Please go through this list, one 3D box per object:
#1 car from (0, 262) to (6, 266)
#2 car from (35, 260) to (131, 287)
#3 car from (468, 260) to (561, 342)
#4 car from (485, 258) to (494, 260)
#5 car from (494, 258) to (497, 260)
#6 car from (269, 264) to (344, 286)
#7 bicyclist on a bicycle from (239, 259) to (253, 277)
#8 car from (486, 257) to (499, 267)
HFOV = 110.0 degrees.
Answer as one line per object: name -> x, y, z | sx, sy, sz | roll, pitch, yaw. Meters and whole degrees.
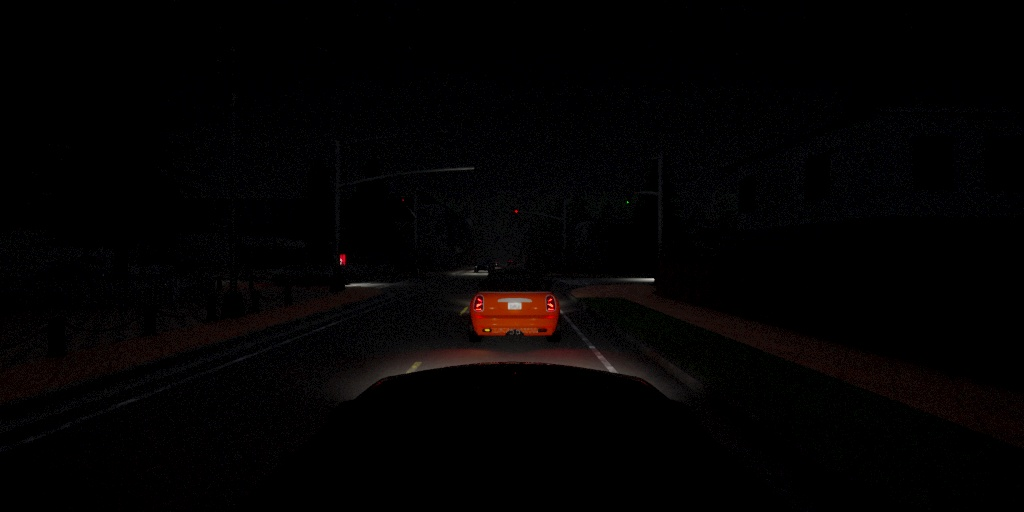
car -> -42.426, 1.328, 27.416 | 4.181, 1.385, 1.994 | 0, 0, -2
car -> -28.666, 1.242, 24.135 | 5.008, 1.535, 1.882 | 0, 0, -1
car -> 0.072, 1.102, 9.904 | 2.097, 1.767, 4.553 | 0, 0, 0
car -> -3.595, 1.226, 44.746 | 1.882, 1.535, 5.008 | 0, 0, 0
car -> -3.588, 1.240, 54.422 | 2.128, 1.511, 4.902 | 0, 0, 0
car -> -14.035, 1.290, 24.576 | 4.674, 1.442, 1.812 | 0, 0, -2
bicyclist on a bicycle -> -23.556, 1.065, 31.764 | 0.582, 1.620, 1.656 | 0, 0, -2
car -> -3.550, 1.099, 65.005 | 2.097, 1.767, 4.553 | 0, 0, 0
